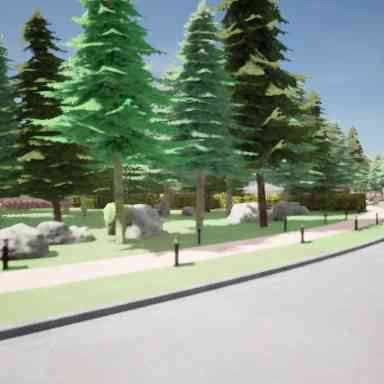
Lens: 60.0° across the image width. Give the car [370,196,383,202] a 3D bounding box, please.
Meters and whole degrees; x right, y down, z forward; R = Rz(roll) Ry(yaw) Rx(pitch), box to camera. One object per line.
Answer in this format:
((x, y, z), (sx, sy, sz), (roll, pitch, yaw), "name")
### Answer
((37.172, 1.419, 66.789), (1.882, 1.535, 5.008), (0, 0, 10), "car")
